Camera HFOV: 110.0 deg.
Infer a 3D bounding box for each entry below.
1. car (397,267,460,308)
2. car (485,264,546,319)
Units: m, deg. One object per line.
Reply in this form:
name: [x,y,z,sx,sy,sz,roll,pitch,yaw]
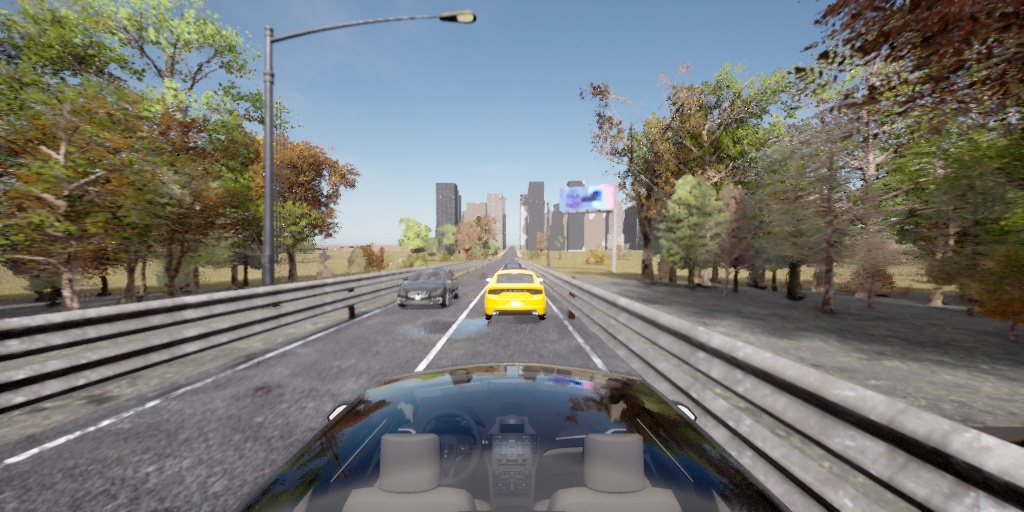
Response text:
car: [-3.350,1.250,15.176,1.837,1.490,4.892,0,0,0]
car: [0.099,1.224,12.806,1.882,1.535,5.008,0,0,0]
